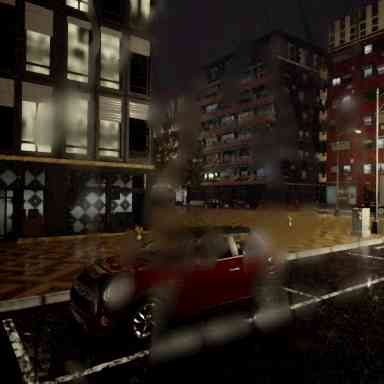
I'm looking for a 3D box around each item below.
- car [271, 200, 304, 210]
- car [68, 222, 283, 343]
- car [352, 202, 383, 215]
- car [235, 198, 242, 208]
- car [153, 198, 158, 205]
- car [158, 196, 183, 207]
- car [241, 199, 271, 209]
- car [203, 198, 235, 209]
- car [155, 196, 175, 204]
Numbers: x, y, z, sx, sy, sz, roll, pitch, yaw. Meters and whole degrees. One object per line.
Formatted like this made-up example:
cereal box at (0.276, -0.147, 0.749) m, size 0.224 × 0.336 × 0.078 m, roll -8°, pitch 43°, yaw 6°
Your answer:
car at (13.450, 1.806, 45.997) m, size 1.802 × 1.307 × 4.206 m, roll 1°, pitch -1°, yaw -35°
car at (-0.185, 1.441, 6.405) m, size 4.097 × 1.590 × 1.967 m, roll 0°, pitch 1°, yaw -35°
car at (19.981, 1.730, 36.726) m, size 1.947 × 1.339 × 4.313 m, roll 1°, pitch -1°, yaw -35°
car at (6.921, 1.726, 55.271) m, size 1.967 × 1.590 × 4.097 m, roll 1°, pitch -1°, yaw -35°
car at (-6.465, 1.764, 59.723) m, size 1.887 × 1.381 × 4.507 m, roll 1°, pitch -1°, yaw -35°
car at (-3.199, 1.733, 55.086) m, size 1.887 × 1.381 × 4.507 m, roll 1°, pitch -1°, yaw -35°
car at (10.186, 1.800, 50.635) m, size 1.887 × 1.381 × 4.507 m, roll 1°, pitch -1°, yaw -35°
car at (3.331, 1.678, 45.814) m, size 2.008 × 1.369 × 4.403 m, roll 1°, pitch -1°, yaw -35°
car at (-6.139, 1.724, 73.818) m, size 2.192 × 1.841 × 5.009 m, roll 1°, pitch -1°, yaw -35°
